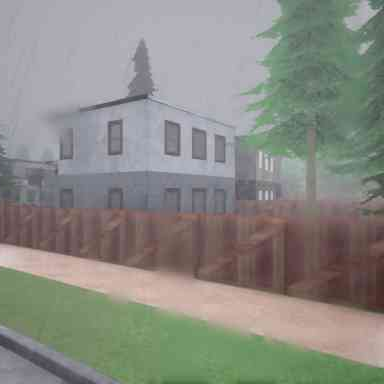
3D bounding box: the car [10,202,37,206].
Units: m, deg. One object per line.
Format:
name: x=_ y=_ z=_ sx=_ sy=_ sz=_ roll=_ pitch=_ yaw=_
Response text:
car: x=-15.332 y=1.582 z=29.320 sx=1.895 sy=1.301 sz=4.718 roll=0 pitch=0 yaw=28
